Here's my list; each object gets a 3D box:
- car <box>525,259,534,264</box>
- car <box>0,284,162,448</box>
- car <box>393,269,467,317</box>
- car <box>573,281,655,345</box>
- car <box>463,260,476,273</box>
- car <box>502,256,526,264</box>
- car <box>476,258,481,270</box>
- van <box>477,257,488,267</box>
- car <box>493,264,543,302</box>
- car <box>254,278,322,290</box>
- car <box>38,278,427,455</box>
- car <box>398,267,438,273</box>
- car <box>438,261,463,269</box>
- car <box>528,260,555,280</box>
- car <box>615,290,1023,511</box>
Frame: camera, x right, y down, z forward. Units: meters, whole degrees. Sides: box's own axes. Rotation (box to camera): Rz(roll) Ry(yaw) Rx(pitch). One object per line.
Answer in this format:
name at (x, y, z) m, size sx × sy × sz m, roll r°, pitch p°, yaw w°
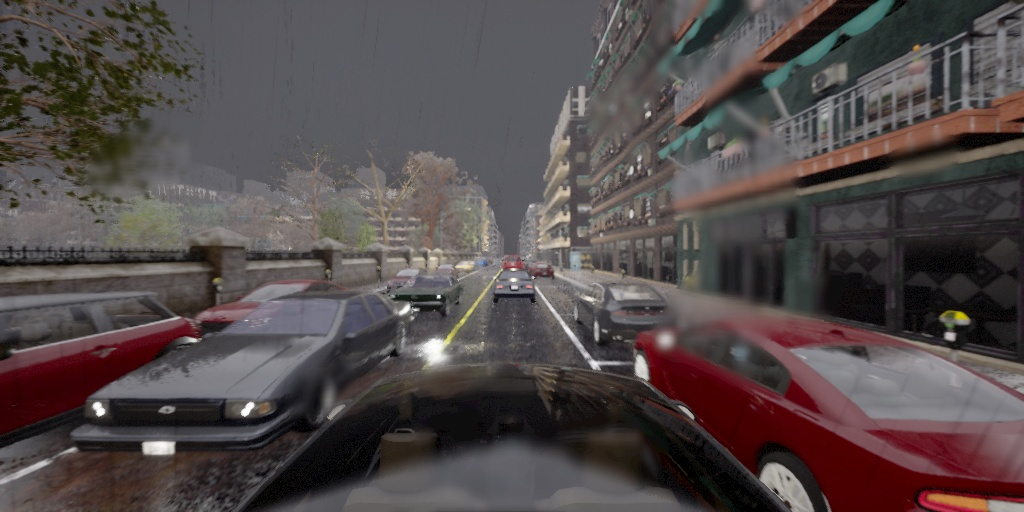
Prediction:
car at (2.687, 1.287, 36.916) m, size 1.888 × 1.381 × 4.507 m, roll 0°, pitch 0°, yaw 0°
car at (-5.691, 1.189, 3.704) m, size 1.967 × 1.591 × 4.097 m, roll 0°, pitch 0°, yaw 0°
car at (-3.002, 1.347, 13.313) m, size 1.895 × 1.301 × 4.718 m, roll 0°, pitch 0°, yaw 0°
car at (2.689, 1.298, 9.241) m, size 2.007 × 1.370 × 4.403 m, roll 0°, pitch 0°, yaw 0°
car at (-5.694, 1.267, 42.280) m, size 1.751 × 1.417 × 4.829 m, roll 0°, pitch 0°, yaw 0°
car at (0.097, 0.964, 39.180) m, size 2.150 × 2.045 × 5.566 m, roll 0°, pitch 0°, yaw 0°
car at (-5.694, 1.293, 47.985) m, size 2.007 × 1.370 × 4.403 m, roll 0°, pitch 0°, yaw 0°
van at (-5.695, 1.087, 64.590) m, size 1.690 × 1.789 × 3.998 m, roll 0°, pitch 0°, yaw 0°
car at (0.098, 1.292, 16.818) m, size 2.033 × 1.411 × 5.357 m, roll 0°, pitch 0°, yaw 0°
car at (-5.692, 1.293, 9.239) m, size 1.888 × 1.381 × 4.507 m, roll 0°, pitch 0°, yaw 0°
car at (-3.091, 1.296, 5.805) m, size 2.033 × 1.411 × 5.357 m, roll 0°, pitch 0°, yaw 0°
car at (-5.692, 1.326, 20.309) m, size 1.802 × 1.307 × 4.207 m, roll 0°, pitch 0°, yaw 0°
car at (-5.693, 1.324, 31.380) m, size 1.802 × 1.307 × 4.207 m, roll 0°, pitch 0°, yaw 0°
car at (2.688, 1.287, 31.381) m, size 1.888 × 1.381 × 4.507 m, roll 0°, pitch 0°, yaw 0°
car at (2.689, 1.294, 3.705) m, size 1.888 × 1.381 × 4.507 m, roll 0°, pitch 0°, yaw 0°
